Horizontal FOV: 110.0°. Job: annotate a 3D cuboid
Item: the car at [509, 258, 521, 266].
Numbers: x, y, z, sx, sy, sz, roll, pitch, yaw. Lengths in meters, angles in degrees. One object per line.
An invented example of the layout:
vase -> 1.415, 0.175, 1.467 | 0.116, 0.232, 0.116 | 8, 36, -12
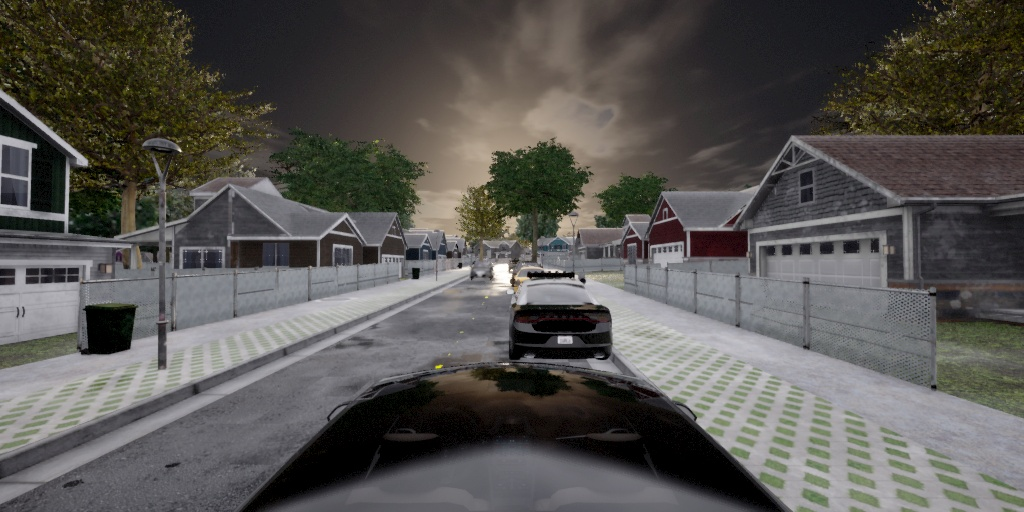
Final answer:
car -> 1.038, 1.097, 24.339 | 2.097, 1.767, 4.553 | 0, 0, 1

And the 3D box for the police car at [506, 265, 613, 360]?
police car -> 0.896, 1.176, 8.477 | 1.930, 1.638, 5.238 | 0, 0, 1

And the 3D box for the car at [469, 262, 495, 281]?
car -> -2.483, 1.235, 30.629 | 2.128, 1.511, 4.902 | 0, 0, 1

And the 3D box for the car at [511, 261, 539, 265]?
car -> 0.987, 1.204, 18.559 | 1.801, 1.575, 5.366 | 0, 0, 1
